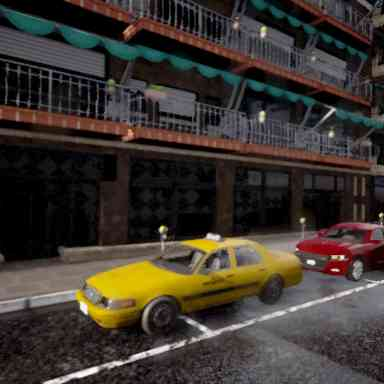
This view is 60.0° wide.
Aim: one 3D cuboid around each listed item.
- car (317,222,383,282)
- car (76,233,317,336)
[{"bbox_3d":[4.990,1.634,10.104,4.507,1.381,1.887,1,1,-35],"label":"car"},{"bbox_3d":[0.243,1.561,6.719,4.829,1.417,1.752,1,1,-35],"label":"car"}]
